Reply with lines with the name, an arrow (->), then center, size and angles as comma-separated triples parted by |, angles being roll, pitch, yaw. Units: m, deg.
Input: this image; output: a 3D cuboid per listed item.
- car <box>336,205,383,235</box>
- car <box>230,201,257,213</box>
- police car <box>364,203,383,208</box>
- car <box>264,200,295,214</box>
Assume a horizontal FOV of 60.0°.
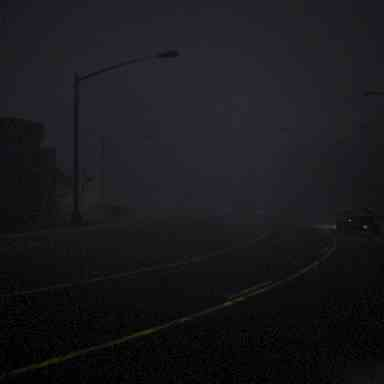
car -> 10.184, 1.760, 20.588 | 1.812, 1.442, 4.674 | 0, -1, 15
car -> 6.965, 2.013, 45.371 | 1.837, 1.490, 4.892 | 0, -1, -21
police car -> 14.506, 1.733, 27.065 | 1.930, 1.638, 5.238 | 0, -1, 4
car -> 11.385, 1.842, 43.530 | 2.097, 1.767, 4.553 | 0, -1, -20
